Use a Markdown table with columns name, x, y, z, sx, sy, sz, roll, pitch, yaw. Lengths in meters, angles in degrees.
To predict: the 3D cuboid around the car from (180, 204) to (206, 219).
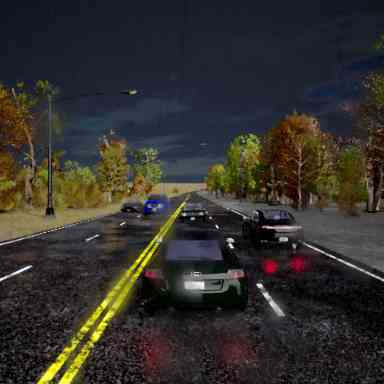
| name | x | y | z | sx | sy | sz | roll | pitch | yaw |
| --- | --- | --- | --- | --- | --- | --- | --- | --- | --- |
| car | 0.058 | 1.572 | 25.981 | 1.895 | 1.301 | 4.718 | -2 | 1 | 0 |

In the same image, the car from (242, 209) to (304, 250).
| name | x | y | z | sx | sy | sz | roll | pitch | yaw |
| --- | --- | --- | --- | --- | --- | --- | --- | --- | --- |
| car | 3.324 | 1.489 | 14.362 | 2.128 | 1.511 | 4.902 | 0 | 0 | 1 |

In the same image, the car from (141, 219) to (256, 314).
| name | x | y | z | sx | sy | sz | roll | pitch | yaw |
| --- | --- | --- | --- | --- | --- | --- | --- | --- | --- |
| car | 0.057 | 1.563 | 7.686 | 1.994 | 1.385 | 4.181 | 0 | 0 | 0 |

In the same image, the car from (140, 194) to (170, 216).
| name | x | y | z | sx | sy | sz | roll | pitch | yaw |
| --- | --- | --- | --- | --- | --- | --- | --- | --- | --- |
| car | -3.347 | 1.217 | 32.469 | 2.150 | 2.045 | 5.566 | 0 | 0 | 0 |

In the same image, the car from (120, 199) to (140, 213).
| name | x | y | z | sx | sy | sz | roll | pitch | yaw |
| --- | --- | --- | --- | --- | --- | --- | --- | --- | --- |
| car | -6.576 | 1.542 | 37.154 | 2.033 | 1.411 | 5.357 | 0 | 0 | 0 |
